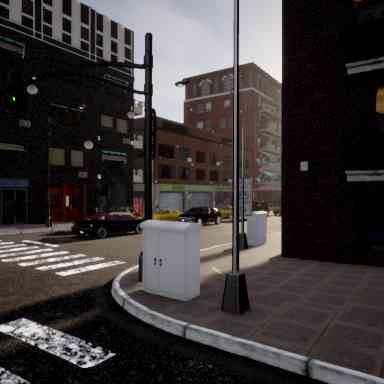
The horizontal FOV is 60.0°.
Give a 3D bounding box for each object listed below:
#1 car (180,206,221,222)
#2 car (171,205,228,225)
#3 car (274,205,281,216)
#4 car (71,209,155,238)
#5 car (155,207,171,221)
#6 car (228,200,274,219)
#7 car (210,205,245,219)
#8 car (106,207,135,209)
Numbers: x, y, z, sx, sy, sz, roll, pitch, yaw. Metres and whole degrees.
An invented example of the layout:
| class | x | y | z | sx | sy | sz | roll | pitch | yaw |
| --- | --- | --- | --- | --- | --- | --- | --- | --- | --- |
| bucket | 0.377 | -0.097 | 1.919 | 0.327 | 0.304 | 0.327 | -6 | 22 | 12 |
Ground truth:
| class | x | y | z | sx | sy | sz | roll | pitch | yaw |
| --- | --- | --- | --- | --- | --- | --- | --- | --- | --- |
| car | 0.903 | 2.092 | 32.184 | 1.947 | 1.339 | 4.313 | -1 | -2 | 35 |
| car | 0.701 | 1.962 | 27.337 | 1.837 | 1.490 | 4.892 | 0 | -1 | 35 |
| car | 12.504 | 2.394 | 44.200 | 2.033 | 1.411 | 5.357 | 0 | -1 | 35 |
| car | -4.661 | 1.881 | 19.647 | 1.895 | 1.301 | 4.718 | 0 | -1 | 35 |
| car | -2.352 | 1.944 | 27.514 | 1.752 | 1.417 | 4.829 | -1 | -2 | 35 |
| car | 6.380 | 1.866 | 35.485 | 2.150 | 2.045 | 5.566 | 0 | -1 | 35 |
| car | 3.964 | 2.153 | 36.577 | 1.752 | 1.417 | 4.829 | -1 | -2 | 35 |
| car | -5.413 | 1.758 | 23.125 | 1.967 | 1.590 | 4.097 | -1 | -2 | 35 |
